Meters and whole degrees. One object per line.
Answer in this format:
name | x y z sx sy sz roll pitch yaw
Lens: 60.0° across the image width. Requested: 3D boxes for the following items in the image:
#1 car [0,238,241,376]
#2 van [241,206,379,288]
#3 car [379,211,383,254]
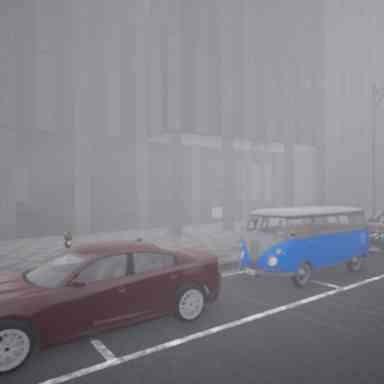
car | -1.542 1.531 5.550 4.507 1.381 1.887 -1 0 -35
van | 3.046 1.286 8.822 3.998 1.788 1.690 -1 0 -35
car | 7.636 1.344 12.095 4.097 1.590 1.967 -1 0 -35
